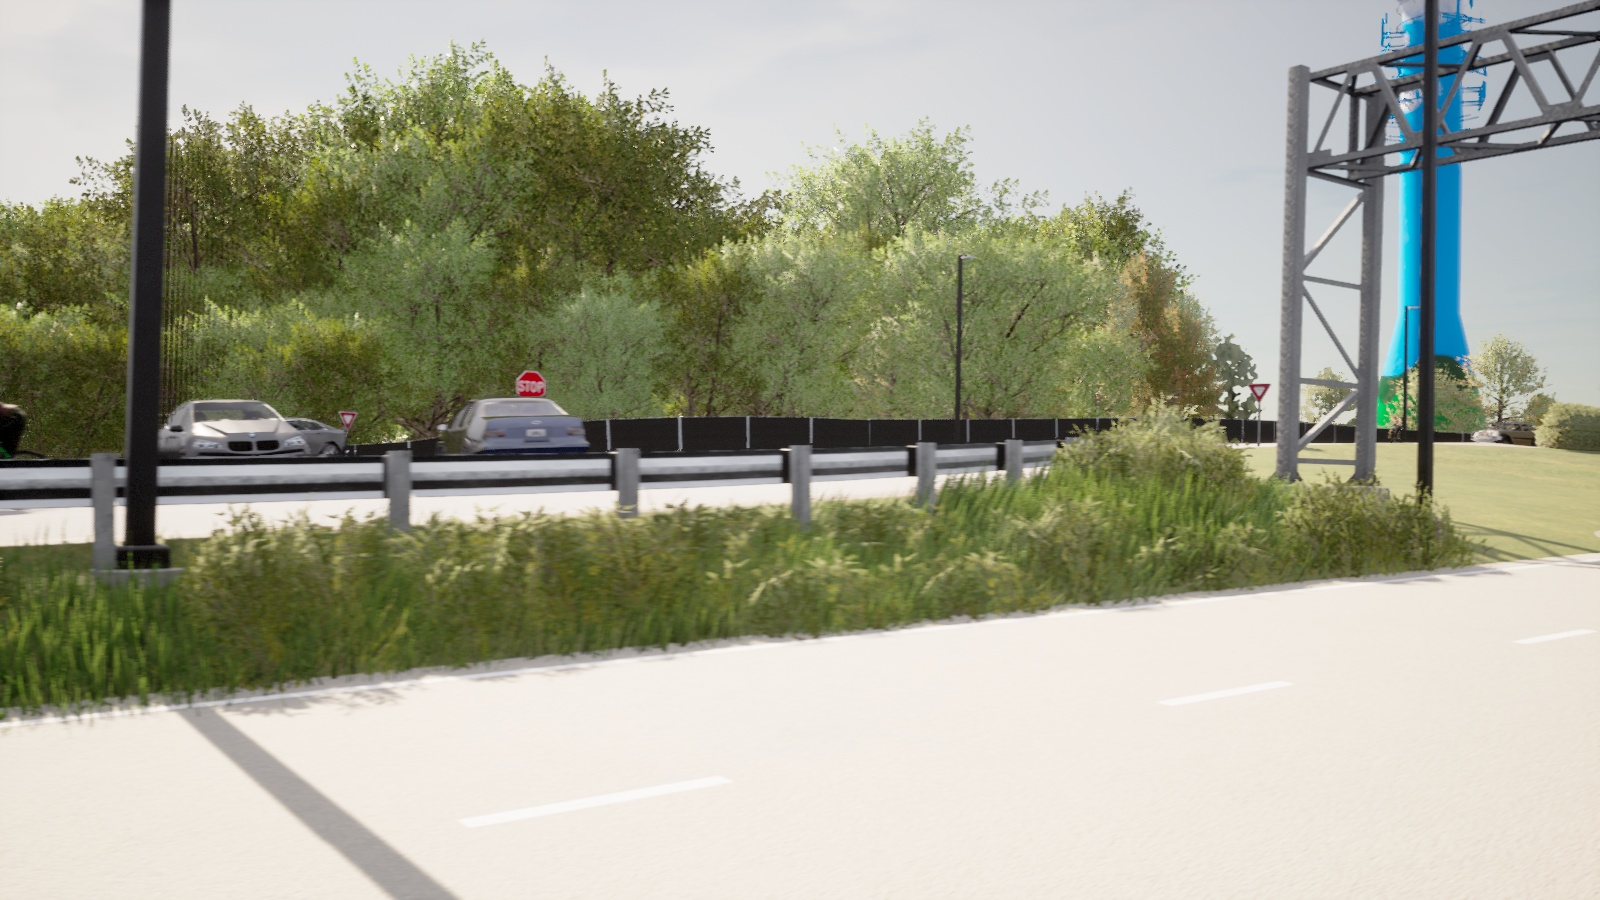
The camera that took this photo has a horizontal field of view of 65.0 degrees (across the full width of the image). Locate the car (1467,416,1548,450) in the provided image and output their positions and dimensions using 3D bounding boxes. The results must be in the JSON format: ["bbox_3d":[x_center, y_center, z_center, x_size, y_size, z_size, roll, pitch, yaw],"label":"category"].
[{"bbox_3d":[43.593,-1.043,77.341,4.605,1.855,1.932,2,-2,-23],"label":"car"}]

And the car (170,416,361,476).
[{"bbox_3d":[-15.267,-0.147,36.205,2.128,1.511,4.902,-2,1,23],"label":"car"}]

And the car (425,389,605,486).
[{"bbox_3d":[-5.065,-0.190,21.651,2.033,1.411,5.357,-2,1,-23],"label":"car"}]

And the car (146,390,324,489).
[{"bbox_3d":[-11.010,-0.187,24.258,2.242,1.667,4.611,-3,1,-35],"label":"car"}]

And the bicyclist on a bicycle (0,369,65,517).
[{"bbox_3d":[-9.123,-0.064,13.849,1.656,1.620,0.582,-2,1,-37],"label":"bicyclist on a bicycle"}]
